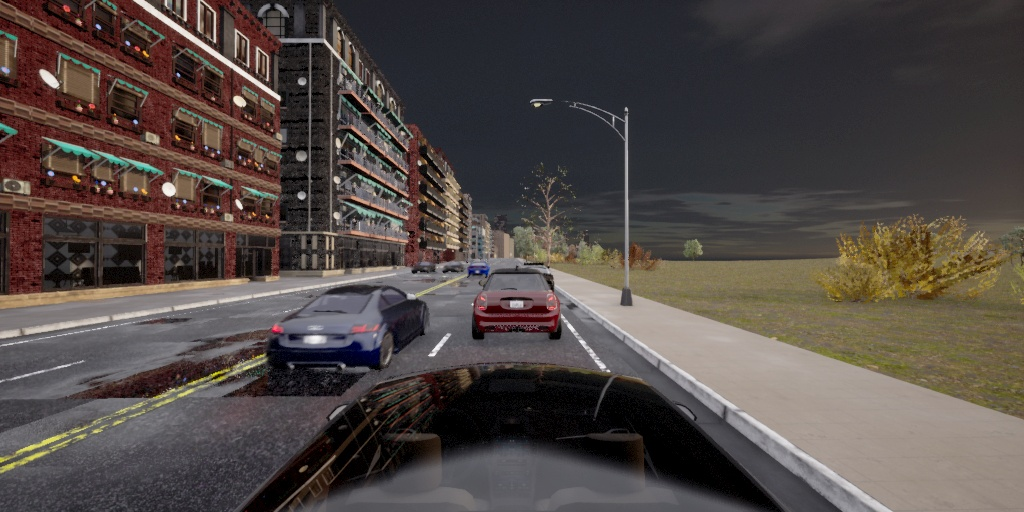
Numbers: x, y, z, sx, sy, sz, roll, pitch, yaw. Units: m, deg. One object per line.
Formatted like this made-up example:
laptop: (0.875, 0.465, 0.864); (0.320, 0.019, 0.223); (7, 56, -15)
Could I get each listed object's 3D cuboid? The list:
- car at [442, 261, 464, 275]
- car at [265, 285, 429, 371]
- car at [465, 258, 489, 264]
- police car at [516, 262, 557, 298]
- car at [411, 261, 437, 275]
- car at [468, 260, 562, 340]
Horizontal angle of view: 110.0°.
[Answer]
car: (-6.514, 1.299, 40.338); (2.033, 1.411, 5.357); (0, 0, 0)
car: (-3.140, 1.314, 7.734); (1.994, 1.385, 4.181); (0, 0, 0)
car: (-3.075, 1.229, 34.472); (1.882, 1.535, 5.008); (0, 0, 0)
police car: (1.177, 1.177, 19.666); (1.930, 1.638, 5.238); (0, 0, 0)
car: (-9.762, 1.298, 40.271); (2.033, 1.411, 5.357); (0, 0, 0)
car: (0.114, 1.103, 10.170); (2.097, 1.767, 4.553); (0, 0, 0)
